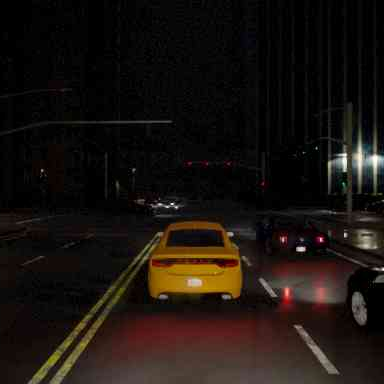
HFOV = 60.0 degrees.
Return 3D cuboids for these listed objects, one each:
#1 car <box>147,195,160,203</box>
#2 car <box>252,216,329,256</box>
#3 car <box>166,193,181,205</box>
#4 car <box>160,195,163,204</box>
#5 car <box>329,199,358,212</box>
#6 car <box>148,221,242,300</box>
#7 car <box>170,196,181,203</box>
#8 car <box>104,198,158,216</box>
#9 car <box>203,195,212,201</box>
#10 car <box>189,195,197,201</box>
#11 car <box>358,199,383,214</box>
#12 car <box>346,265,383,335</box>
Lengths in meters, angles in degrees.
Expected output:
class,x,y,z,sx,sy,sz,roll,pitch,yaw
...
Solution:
class,x,y,z,sx,sy,sz,roll,pitch,yaw
car,-6.922,1.505,56.100,1.837,1.490,4.892,0,0,0
car,3.620,1.601,13.206,1.895,1.301,4.718,0,0,0
car,-3.398,1.221,59.044,2.150,2.045,5.566,0,0,0
car,-6.846,1.352,65.287,2.097,1.767,4.553,0,0,1
car,19.036,1.547,38.903,5.357,1.411,2.033,0,0,0
car,0.079,1.478,8.448,1.882,1.535,5.008,0,0,1
car,-3.307,1.564,68.403,1.994,1.385,4.181,0,0,1
car,-5.923,1.525,31.525,4.674,1.442,1.812,0,0,0
car,3.734,1.429,79.593,1.837,1.490,4.892,0,0,0
car,0.235,1.367,80.143,1.994,1.385,4.181,0,0,0
car,20.950,1.491,35.420,4.902,1.511,2.128,0,0,-1
car,3.612,1.505,3.935,1.837,1.490,4.892,0,0,0
